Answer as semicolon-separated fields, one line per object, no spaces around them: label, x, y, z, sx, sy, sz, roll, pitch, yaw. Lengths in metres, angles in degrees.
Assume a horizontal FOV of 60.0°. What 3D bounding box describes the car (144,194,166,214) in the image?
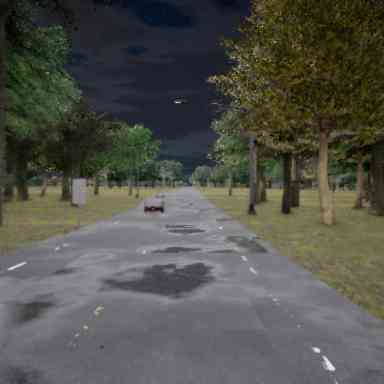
car;-3.666;1.308;33.333;1.882;1.535;5.008;0;1;-1

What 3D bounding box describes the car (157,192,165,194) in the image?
car;-6.987;0.674;74.767;2.128;1.511;4.902;0;1;-2
